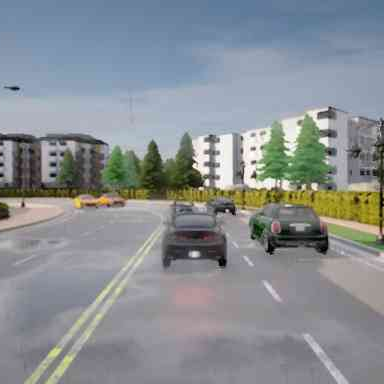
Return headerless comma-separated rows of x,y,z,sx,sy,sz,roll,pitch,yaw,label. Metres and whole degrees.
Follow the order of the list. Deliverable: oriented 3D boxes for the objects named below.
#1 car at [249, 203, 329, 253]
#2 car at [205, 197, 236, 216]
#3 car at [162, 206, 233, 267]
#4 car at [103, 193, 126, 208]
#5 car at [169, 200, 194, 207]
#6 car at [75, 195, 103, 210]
3.579,1.214,13.114,2.097,1.767,4.553,0,1,0,car
2.360,1.205,28.644,1.837,1.490,4.892,0,0,-10,car
0.076,1.385,10.990,1.837,1.490,4.892,0,-1,0,car
-9.685,0.930,40.451,2.097,1.767,4.553,0,1,-32,car
-0.807,1.322,26.733,1.895,1.301,4.718,0,1,-8,car
-11.870,1.088,37.330,1.882,1.535,5.008,0,0,-29,car
